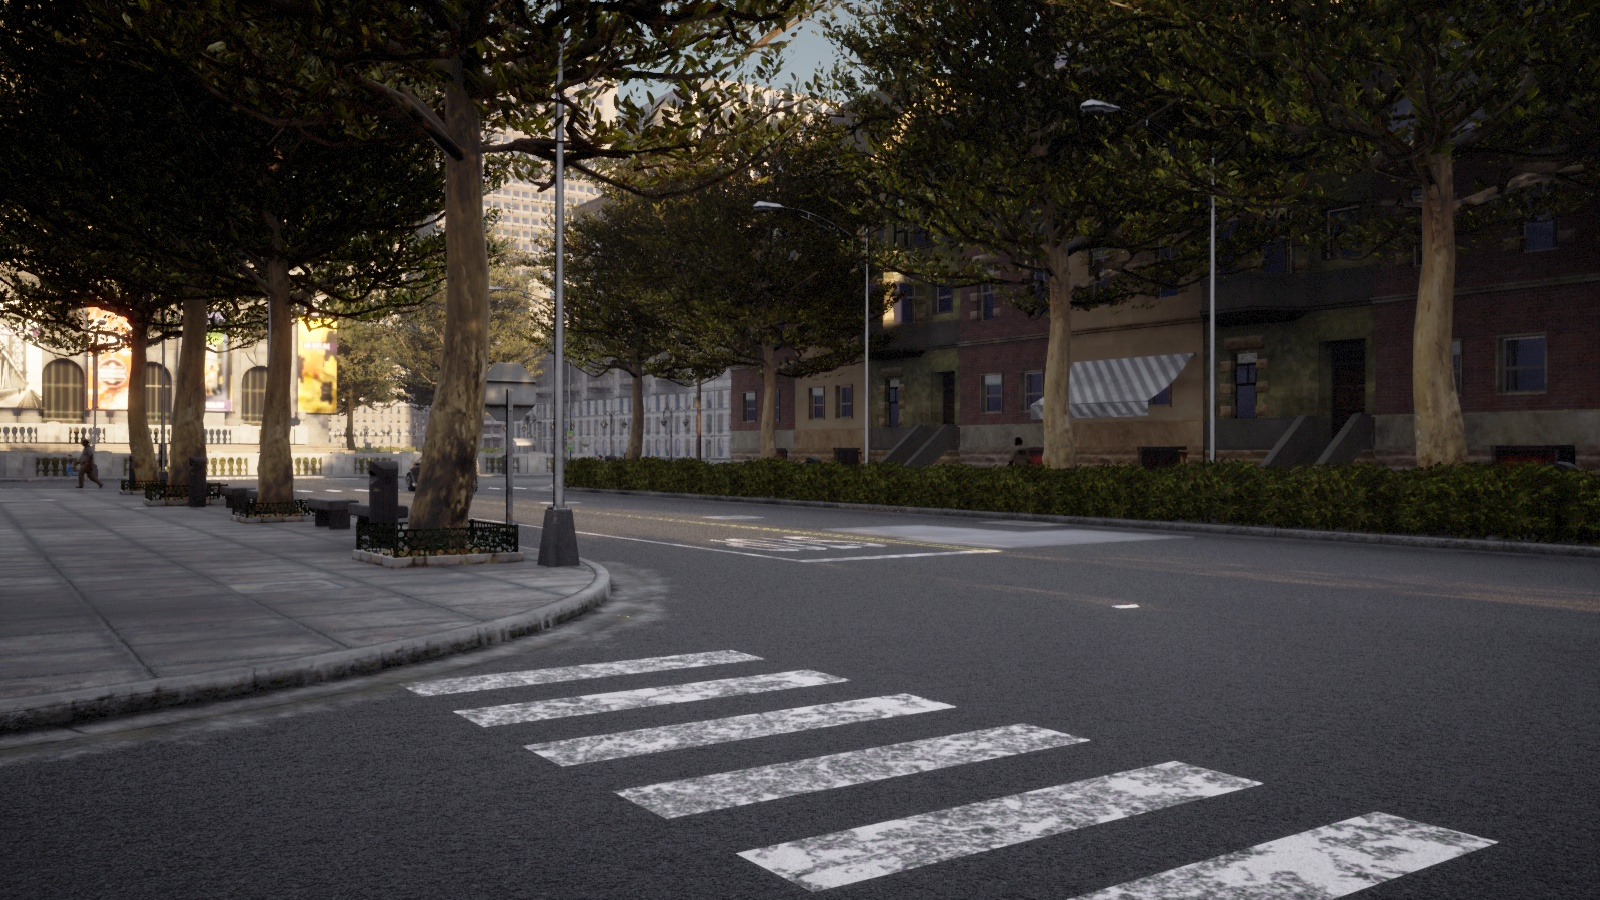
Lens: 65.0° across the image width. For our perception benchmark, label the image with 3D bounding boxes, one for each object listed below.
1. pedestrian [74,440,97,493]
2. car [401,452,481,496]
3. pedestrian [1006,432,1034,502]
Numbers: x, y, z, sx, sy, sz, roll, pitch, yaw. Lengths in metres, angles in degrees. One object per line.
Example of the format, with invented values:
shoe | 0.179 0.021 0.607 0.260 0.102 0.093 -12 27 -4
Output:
pedestrian | -25.093 0.561 44.081 0.694 1.848 0.540 0 0 -30
car | -13.328 0.865 46.540 1.789 1.549 3.705 0 0 -34
pedestrian | 6.193 0.475 35.366 0.396 1.930 0.692 0 0 -34
